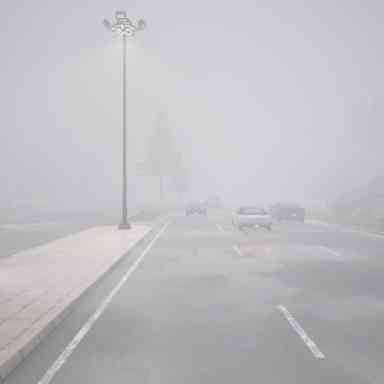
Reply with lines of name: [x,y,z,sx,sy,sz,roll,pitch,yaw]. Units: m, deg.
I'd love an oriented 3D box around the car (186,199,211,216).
car: [0.546,1.601,32.151,1.895,1.301,4.718,0,0,5]

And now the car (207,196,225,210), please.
car: [2.898,1.352,42.963,2.097,1.767,4.553,0,0,15]

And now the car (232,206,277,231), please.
car: [3.609,1.601,20.761,1.895,1.301,4.718,0,0,0]

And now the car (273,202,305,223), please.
car: [7.184,1.478,25.755,1.882,1.535,5.008,0,0,1]
